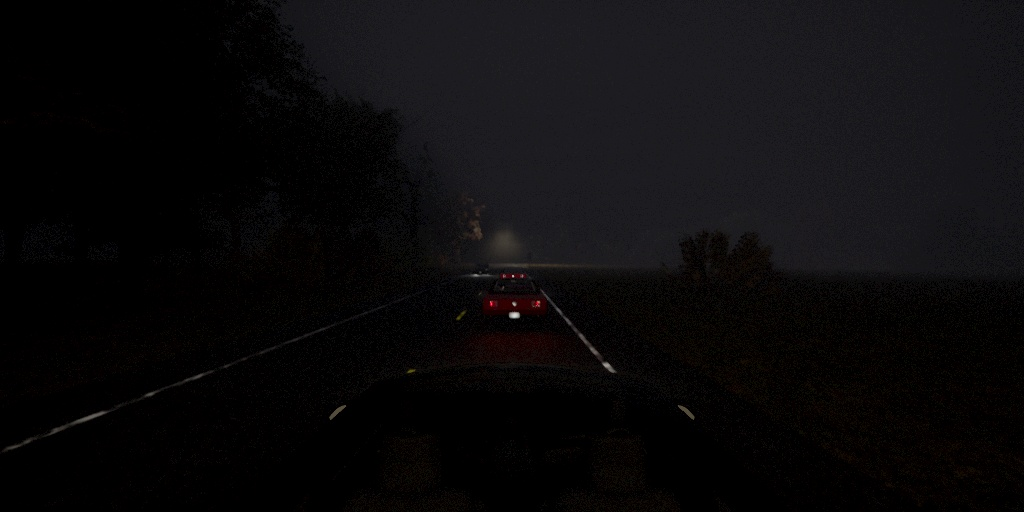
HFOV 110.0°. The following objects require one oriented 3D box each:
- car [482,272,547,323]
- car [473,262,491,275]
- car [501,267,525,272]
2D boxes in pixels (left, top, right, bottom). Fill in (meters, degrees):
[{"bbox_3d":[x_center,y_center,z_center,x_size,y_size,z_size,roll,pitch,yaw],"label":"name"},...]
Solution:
[{"bbox_3d":[0.085,1.397,12.383,1.895,1.301,4.718,0,0,0],"label":"car"},{"bbox_3d":[-3.584,1.470,43.251,2.033,1.411,5.357,0,0,0],"label":"car"},{"bbox_3d":[0.089,1.461,27.504,1.895,1.301,4.718,0,0,0],"label":"car"}]
